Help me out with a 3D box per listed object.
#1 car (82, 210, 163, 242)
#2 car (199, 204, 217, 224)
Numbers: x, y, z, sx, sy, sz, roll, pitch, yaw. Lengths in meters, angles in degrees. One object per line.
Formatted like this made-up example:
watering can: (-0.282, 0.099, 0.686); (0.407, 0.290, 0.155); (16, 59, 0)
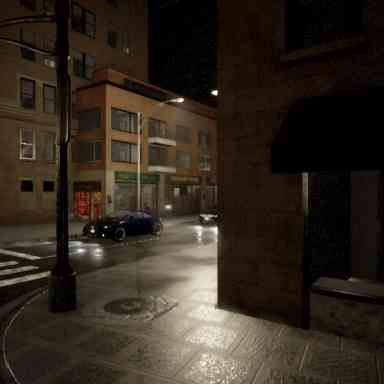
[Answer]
car: (-3.353, 1.595, 16.704); (1.994, 1.385, 4.181); (0, 0, 35)
car: (2.361, 1.580, 24.711); (1.812, 1.442, 4.674); (0, 0, 35)
